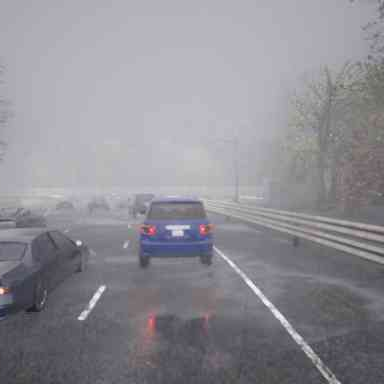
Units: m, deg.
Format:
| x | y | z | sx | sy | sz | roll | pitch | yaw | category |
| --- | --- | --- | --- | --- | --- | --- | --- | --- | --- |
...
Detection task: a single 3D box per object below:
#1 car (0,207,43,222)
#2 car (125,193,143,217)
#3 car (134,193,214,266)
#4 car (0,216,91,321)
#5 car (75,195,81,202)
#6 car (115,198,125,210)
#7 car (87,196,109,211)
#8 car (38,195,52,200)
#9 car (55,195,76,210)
| x | y | z | sx | sy | sz | roll | pitch | yaw | category |
| --- | --- | --- | --- | --- | --- | --- | --- | --- | --- |
| -8.346 | 1.461 | 15.703 | 2.128 | 1.511 | 4.902 | 0 | 0 | -9 | car |
| -4.459 | 1.128 | 29.974 | 2.150 | 2.045 | 5.566 | 0 | 0 | -16 | car |
| -0.645 | 1.182 | 11.563 | 2.150 | 2.045 | 5.566 | 0 | 0 | -6 | car |
| -3.778 | 1.532 | 7.472 | 2.033 | 1.411 | 5.357 | 0 | 0 | -4 | car |
| -25.075 | 1.379 | 70.198 | 1.994 | 1.385 | 4.181 | 0 | 0 | -39 | car |
| -8.385 | 1.441 | 41.589 | 1.994 | 1.385 | 4.181 | 0 | 0 | -21 | car |
| -10.940 | 1.248 | 38.540 | 2.097 | 1.767 | 4.553 | 0 | 0 | -21 | car |
| -36.498 | 1.369 | 82.486 | 4.181 | 1.385 | 1.994 | 0 | 0 | 43 | car |
| -15.966 | 1.426 | 41.600 | 1.812 | 1.442 | 4.674 | 0 | 0 | -24 | car |
